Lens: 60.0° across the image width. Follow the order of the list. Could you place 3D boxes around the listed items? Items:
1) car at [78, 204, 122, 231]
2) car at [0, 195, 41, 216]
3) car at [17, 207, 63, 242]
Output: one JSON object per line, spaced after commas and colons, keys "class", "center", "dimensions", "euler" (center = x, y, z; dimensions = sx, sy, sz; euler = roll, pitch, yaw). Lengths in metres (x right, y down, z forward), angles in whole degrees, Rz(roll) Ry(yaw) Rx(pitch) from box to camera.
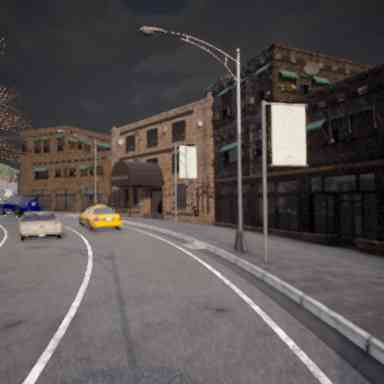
{"class": "car", "center": [-6.038, 1.553, 21.459], "dimensions": [1.801, 1.575, 5.366], "euler": [0, 0, -29]}
{"class": "car", "center": [-18.080, 1.387, 35.015], "dimensions": [5.566, 2.045, 2.150], "euler": [0, -1, 37]}
{"class": "car", "center": [-7.853, 1.681, 17.215], "dimensions": [1.895, 1.301, 4.718], "euler": [0, 0, -27]}
